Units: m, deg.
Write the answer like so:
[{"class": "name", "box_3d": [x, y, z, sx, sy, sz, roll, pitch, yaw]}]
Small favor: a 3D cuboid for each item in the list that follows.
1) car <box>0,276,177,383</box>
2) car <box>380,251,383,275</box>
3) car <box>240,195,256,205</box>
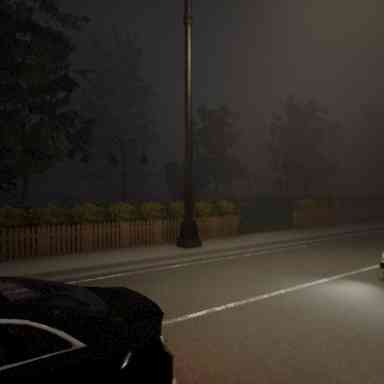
[{"class": "car", "box_3d": [-2.431, 1.497, 2.257, 4.902, 1.511, 2.128, 0, 0, -35]}, {"class": "car", "box_3d": [6.822, 1.480, 8.753, 4.674, 1.442, 1.812, 0, 0, -35]}, {"class": "car", "box_3d": [10.044, 1.338, 54.903, 1.837, 1.490, 4.892, 0, 0, -35]}]
